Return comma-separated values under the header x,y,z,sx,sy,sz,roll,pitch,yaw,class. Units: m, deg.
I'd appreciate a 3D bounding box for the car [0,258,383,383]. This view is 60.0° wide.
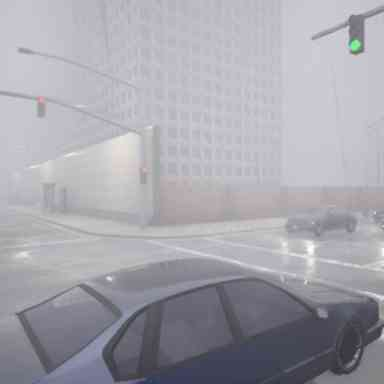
x,y,z,sx,sy,sz,roll,pitch,yaw,class
0.052,1.532,3.782,5.357,1.411,2.033,-1,0,-35,car

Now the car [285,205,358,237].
x,y,z,sx,sy,sz,roll,pitch,yaw,class
6.917,1.432,17.523,4.674,1.442,1.812,-1,0,-35,car

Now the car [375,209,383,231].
x,y,z,sx,sy,sz,roll,pitch,yaw,class
11.237,1.482,16.304,4.718,1.301,1.895,-1,0,-35,car

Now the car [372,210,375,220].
x,y,z,sx,sy,sz,roll,pitch,yaw,class
14.332,1.435,22.802,4.718,1.301,1.895,-1,0,-35,car
